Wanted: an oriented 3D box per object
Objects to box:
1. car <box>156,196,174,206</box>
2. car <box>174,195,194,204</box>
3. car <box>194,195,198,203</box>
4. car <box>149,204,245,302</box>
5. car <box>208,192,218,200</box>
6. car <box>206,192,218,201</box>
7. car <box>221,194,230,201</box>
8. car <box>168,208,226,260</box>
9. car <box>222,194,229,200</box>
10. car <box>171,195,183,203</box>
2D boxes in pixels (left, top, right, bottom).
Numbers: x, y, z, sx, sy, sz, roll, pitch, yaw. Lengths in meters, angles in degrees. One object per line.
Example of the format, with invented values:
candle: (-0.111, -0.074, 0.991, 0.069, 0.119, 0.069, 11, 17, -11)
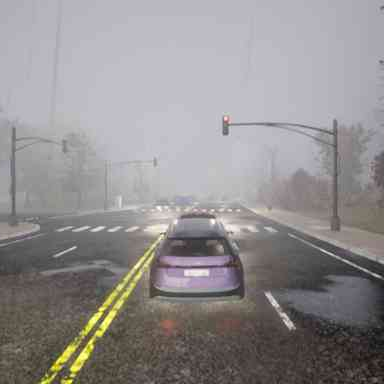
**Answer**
car: (-4.495, 1.488, 53.021, 1.994, 1.385, 4.181, 0, 0, 5)
car: (-1.264, 1.400, 52.666, 1.882, 1.535, 5.008, 0, 0, 5)
car: (0.170, 1.353, 68.408, 1.882, 1.535, 5.008, 0, 0, 6)
car: (0.108, 1.429, 8.344, 2.033, 1.649, 4.856, -1, 3, 1)
car: (5.632, 1.008, 87.817, 2.150, 2.045, 5.566, 0, 0, 7)
car: (4.443, 1.387, 77.888, 1.994, 1.385, 4.181, 0, 0, 6)
car: (7.634, 1.427, 77.167, 1.895, 1.301, 4.718, 0, 0, 6)
car: (0.237, 1.482, 13.234, 1.882, 1.535, 5.008, 0, -1, 2)
car: (8.853, 1.280, 87.387, 1.837, 1.490, 4.892, 0, 0, 7)
car: (-3.060, 1.356, 68.746, 1.882, 1.535, 5.008, 0, 1, 6)
